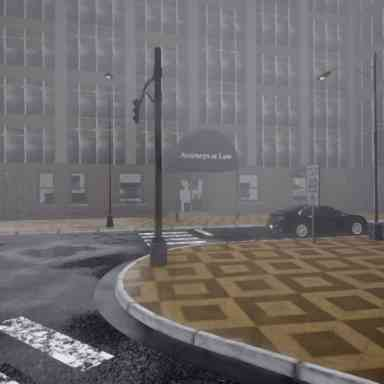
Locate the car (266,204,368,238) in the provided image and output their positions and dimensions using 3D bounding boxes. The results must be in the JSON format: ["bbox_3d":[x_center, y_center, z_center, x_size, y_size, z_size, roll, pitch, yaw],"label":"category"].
[{"bbox_3d":[6.012,1.321,15.951,4.892,1.490,1.837,0,0,-14],"label":"car"}]
